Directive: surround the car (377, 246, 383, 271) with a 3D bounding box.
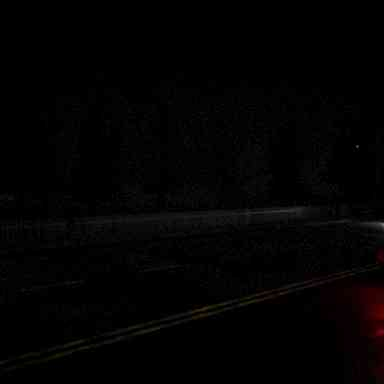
[{"bbox_3d":[6.878,1.551,8.665,4.718,1.301,1.895,0,0,-35],"label":"car"}]
